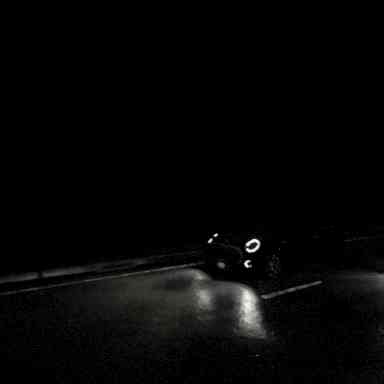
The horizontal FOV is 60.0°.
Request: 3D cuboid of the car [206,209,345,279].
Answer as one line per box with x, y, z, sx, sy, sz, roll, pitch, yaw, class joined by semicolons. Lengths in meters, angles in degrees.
2.606;1.356;10.149;4.553;1.767;2.097;0;0;-35;car
